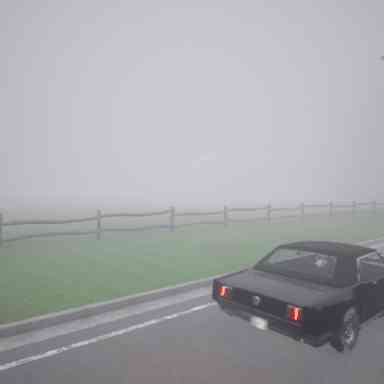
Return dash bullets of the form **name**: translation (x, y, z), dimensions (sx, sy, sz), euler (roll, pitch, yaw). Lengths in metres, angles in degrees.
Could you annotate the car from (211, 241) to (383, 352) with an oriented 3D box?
- **car**: translation (2.668, 1.601, 6.217), dimensions (4.718, 1.301, 1.895), euler (0, 0, -40)
